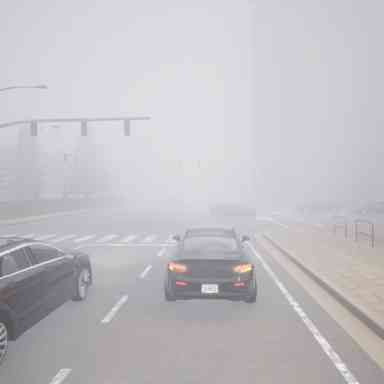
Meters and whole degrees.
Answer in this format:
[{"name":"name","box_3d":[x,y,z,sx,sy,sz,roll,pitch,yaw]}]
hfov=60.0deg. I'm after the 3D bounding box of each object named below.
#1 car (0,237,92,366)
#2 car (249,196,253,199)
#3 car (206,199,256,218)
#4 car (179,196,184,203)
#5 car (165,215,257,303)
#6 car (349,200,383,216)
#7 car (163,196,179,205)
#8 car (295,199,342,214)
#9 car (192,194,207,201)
[{"name":"car","box_3d":[-3.214,1.492,5.466,2.128,1.511,4.902,0,0,4]},{"name":"car","box_3d":[17.877,1.524,90.600,4.674,1.442,1.812,0,0,-21]},{"name":"car","box_3d":[3.753,1.605,30.644,4.181,1.385,1.994,0,0,25]},{"name":"car","box_3d":[-3.004,1.562,69.255,1.994,1.385,4.181,0,0,10]},{"name":"car","box_3d":[0.456,1.526,8.119,1.812,1.442,4.674,0,0,4]},{"name":"car","box_3d":[18.082,1.560,32.787,4.892,1.490,1.837,0,0,2]},{"name":"car","box_3d":[-3.893,1.504,58.692,1.837,1.490,4.892,0,0,4]},{"name":"car","box_3d":[13.828,1.560,36.493,4.892,1.490,1.837,0,0,3]},{"name":"car","box_3d":[1.884,1.355,81.516,2.097,1.767,4.553,0,0,33]}]
